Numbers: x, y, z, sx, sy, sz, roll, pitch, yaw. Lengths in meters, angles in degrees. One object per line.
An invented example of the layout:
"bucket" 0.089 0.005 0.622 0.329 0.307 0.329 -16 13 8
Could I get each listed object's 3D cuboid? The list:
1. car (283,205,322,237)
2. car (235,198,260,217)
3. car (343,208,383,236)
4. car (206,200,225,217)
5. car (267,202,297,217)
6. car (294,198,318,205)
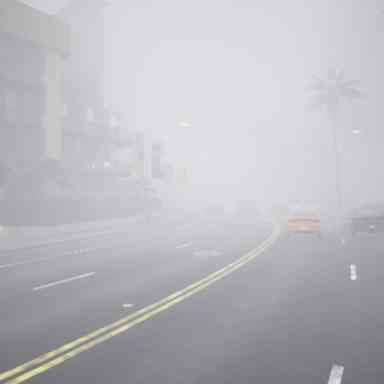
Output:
"car" 6.690 1.756 19.927 1.882 1.535 5.008 -1 -1 18
"car" 6.306 1.804 38.460 2.150 2.045 5.566 0 -1 0
"car" 10.414 1.731 20.168 1.882 1.535 5.008 -1 -1 17
"car" 2.786 2.123 40.623 1.882 1.535 5.008 0 -1 -4
"car" 9.954 2.097 38.146 2.033 1.411 5.357 0 -1 2
"car" 13.412 1.776 40.119 2.150 2.045 5.566 0 -1 0
